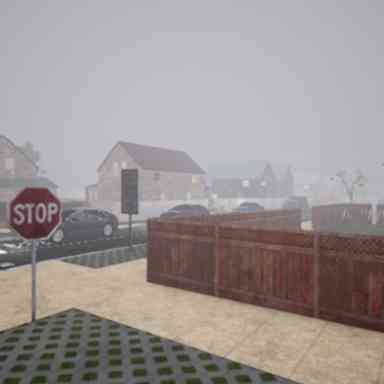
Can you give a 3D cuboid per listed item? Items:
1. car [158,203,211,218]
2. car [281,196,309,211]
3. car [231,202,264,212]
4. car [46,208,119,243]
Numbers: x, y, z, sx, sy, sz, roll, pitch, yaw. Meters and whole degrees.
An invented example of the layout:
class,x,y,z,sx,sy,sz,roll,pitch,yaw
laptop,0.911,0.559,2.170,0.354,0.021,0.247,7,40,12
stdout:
class,x,y,z,sx,sy,sz,roll,pitch,yaw
car,-0.441,1.626,24.322,1.837,1.490,4.892,0,0,36
car,13.803,1.510,44.220,2.150,2.045,5.566,0,-1,36
car,5.546,1.713,32.738,1.812,1.442,4.674,0,0,36
car,-5.895,1.570,16.655,1.837,1.490,4.892,0,0,35
